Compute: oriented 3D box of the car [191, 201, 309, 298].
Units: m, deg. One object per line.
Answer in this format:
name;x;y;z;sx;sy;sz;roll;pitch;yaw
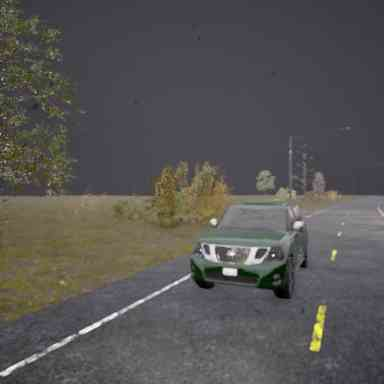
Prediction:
car;1.942;1.296;9.300;2.150;2.045;5.566;0;-1;25
